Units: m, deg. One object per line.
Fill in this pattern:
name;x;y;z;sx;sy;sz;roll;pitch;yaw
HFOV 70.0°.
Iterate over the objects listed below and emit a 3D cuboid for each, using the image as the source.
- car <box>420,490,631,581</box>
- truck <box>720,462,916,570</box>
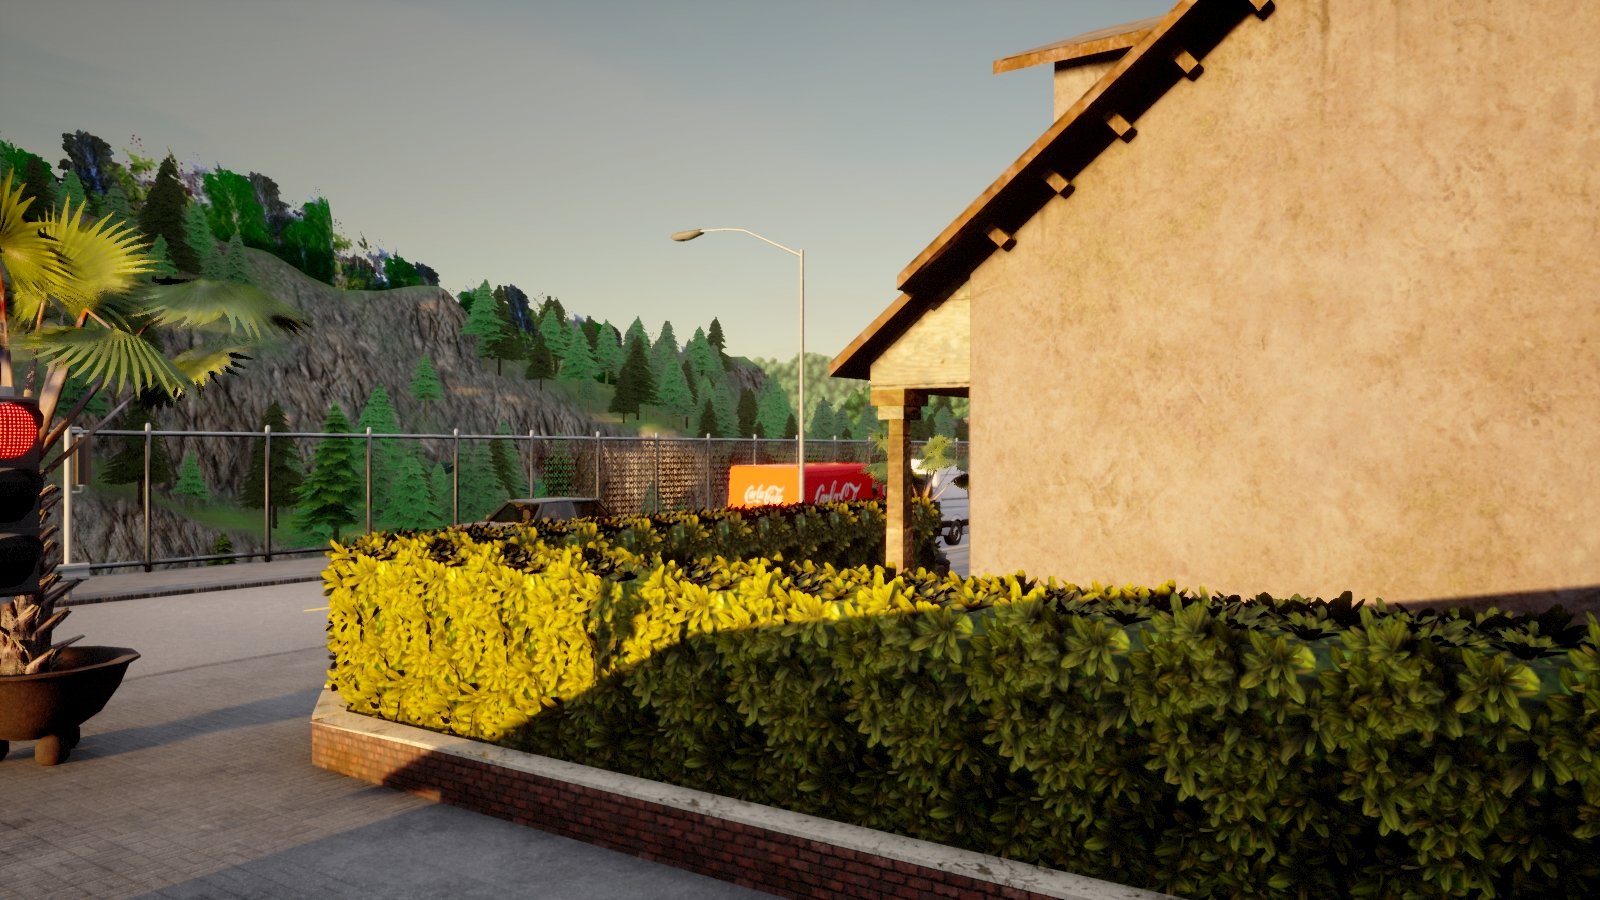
car;-6.312;1.906;26.765;2.097;1.767;4.553;0;0;35
truck;0.584;1.568;29.600;2.627;2.467;5.204;0;0;35
